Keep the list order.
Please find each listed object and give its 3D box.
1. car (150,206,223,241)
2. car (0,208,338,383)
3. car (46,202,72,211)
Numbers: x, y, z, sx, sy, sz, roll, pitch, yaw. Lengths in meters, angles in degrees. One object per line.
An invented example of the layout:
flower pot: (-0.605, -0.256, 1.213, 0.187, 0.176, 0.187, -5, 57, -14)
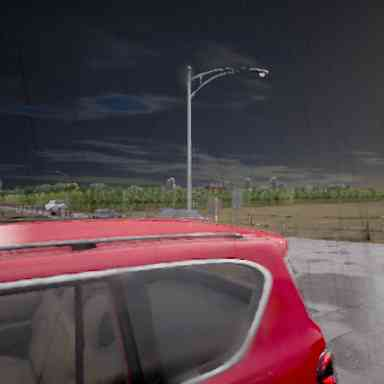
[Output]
car: (-0.451, 1.743, 19.848, 2.097, 1.767, 4.553, 1, -2, -36)
car: (-1.690, 1.214, 1.468, 5.566, 2.045, 2.150, 1, 0, -33)
car: (-16.435, 2.411, 42.072, 2.128, 1.511, 4.902, 1, -2, -35)
